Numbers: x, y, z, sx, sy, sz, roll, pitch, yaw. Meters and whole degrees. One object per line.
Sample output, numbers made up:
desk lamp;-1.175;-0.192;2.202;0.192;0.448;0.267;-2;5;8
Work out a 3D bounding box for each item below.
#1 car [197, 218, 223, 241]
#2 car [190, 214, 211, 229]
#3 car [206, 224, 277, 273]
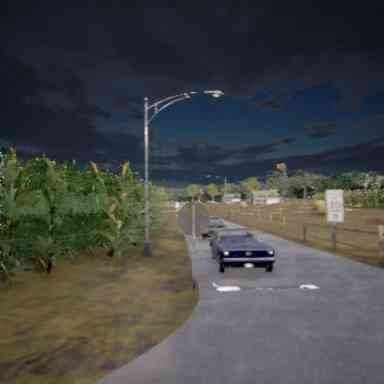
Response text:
car;1.346;2.540;23.449;2.033;1.411;5.357;-1;-2;-3
car;0.839;3.040;35.269;1.994;1.385;4.181;-1;-2;-2
car;1.778;2.136;12.836;1.895;1.301;4.718;-1;-2;-1
